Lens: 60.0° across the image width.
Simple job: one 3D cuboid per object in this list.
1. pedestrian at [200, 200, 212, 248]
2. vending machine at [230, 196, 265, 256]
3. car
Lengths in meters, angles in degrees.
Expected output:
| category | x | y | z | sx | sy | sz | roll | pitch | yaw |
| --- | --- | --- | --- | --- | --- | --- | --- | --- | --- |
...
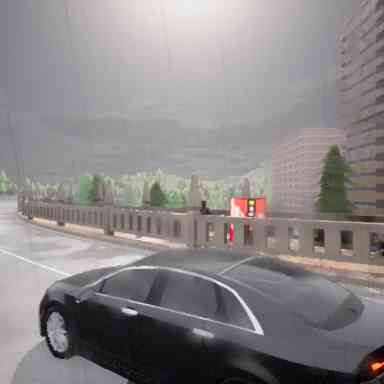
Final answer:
| category | x | y | z | sx | sy | sz | roll | pitch | yaw |
| --- | --- | --- | --- | --- | --- | --- | --- | --- | --- |
| pedestrian | 0.451 | 1.141 | 11.832 | 0.375 | 1.860 | 0.375 | 0 | 0 | 41 |
| vending machine | 2.078 | 1.195 | 12.411 | 0.880 | 2.100 | 1.100 | 0 | 0 | 41 |
| car | -0.095 | 1.504 | 4.260 | 4.892 | 1.490 | 1.837 | 0 | 0 | 38 |
